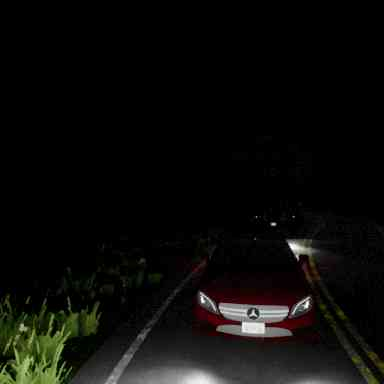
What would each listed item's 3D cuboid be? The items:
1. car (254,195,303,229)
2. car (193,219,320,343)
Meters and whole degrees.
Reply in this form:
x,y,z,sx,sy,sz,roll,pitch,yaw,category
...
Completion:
x,y,z,sx,sy,sz,roll,pitch,yaw,category
5.009,1.214,18.849,2.150,2.045,5.566,-2,-1,22,car
1.233,1.534,6.679,1.812,1.442,4.674,-1,0,11,car
